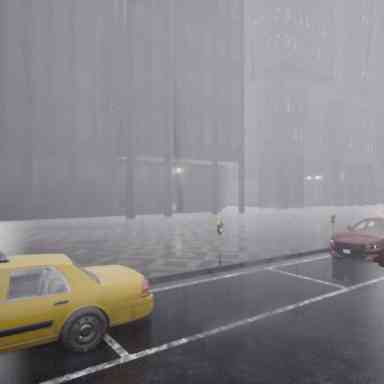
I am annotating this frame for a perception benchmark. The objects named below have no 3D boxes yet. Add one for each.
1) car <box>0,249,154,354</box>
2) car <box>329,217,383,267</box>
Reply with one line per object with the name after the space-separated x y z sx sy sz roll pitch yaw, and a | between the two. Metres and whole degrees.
-2.908 1.525 4.574 4.829 1.417 1.752 0 0 -36 | car
6.468 1.540 11.277 4.507 1.381 1.887 0 0 -36 | car
